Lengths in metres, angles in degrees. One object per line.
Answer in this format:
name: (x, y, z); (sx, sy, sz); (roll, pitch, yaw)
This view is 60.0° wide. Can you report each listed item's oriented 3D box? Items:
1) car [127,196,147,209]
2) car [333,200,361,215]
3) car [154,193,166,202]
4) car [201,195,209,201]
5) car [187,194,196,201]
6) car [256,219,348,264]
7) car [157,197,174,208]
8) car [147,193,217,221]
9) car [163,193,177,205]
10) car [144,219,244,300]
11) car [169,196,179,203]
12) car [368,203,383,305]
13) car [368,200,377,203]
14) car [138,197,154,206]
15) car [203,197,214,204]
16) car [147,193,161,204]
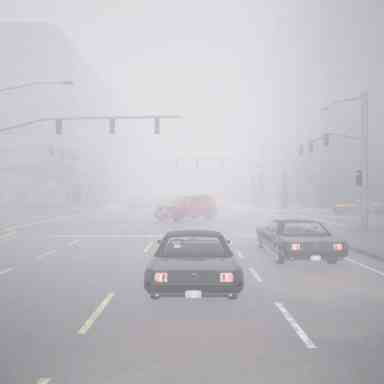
car: (-7.550, 1.352, 45.769); (2.097, 1.767, 4.553); (0, 0, 1)
car: (17.215, 1.533, 34.366); (5.008, 1.535, 1.882); (0, 0, 0)
car: (-7.216, 1.222, 75.286); (2.150, 2.045, 5.566); (0, 0, 1)
car: (3.409, 1.553, 87.482); (1.994, 1.385, 4.181); (0, 0, 1)
car: (-0.092, 1.355, 87.354); (2.097, 1.767, 4.553); (0, 0, 1)
car: (3.551, 1.601, 11.754); (1.895, 1.301, 4.718); (0, 0, 0)
car: (-4.006, 1.492, 50.457); (2.128, 1.511, 4.902); (0, 0, 0)
car: (-0.429, 1.246, 26.031); (5.566, 2.045, 2.150); (0, -1, -44)
car: (-3.935, 1.221, 60.152); (2.150, 2.045, 5.566); (0, 0, 1)
car: (0.044, 1.601, 8.369); (1.895, 1.301, 4.718); (0, 0, 0)
car: (-3.770, 1.552, 70.064); (1.994, 1.385, 4.181); (0, 0, 1)
car: (3.594, 1.221, 2.002); (2.150, 2.045, 5.566); (0, 0, 0)
car: (19.276, 1.546, 30.864); (4.902, 1.511, 2.128); (0, 0, 0)
car: (-7.498, 1.526, 54.517); (1.812, 1.442, 4.674); (0, 0, 1)
car: (3.297, 1.601, 66.996); (1.895, 1.301, 4.718); (0, 0, 1)
car: (-7.361, 1.221, 64.853); (2.150, 2.045, 5.566); (0, 0, 1)
